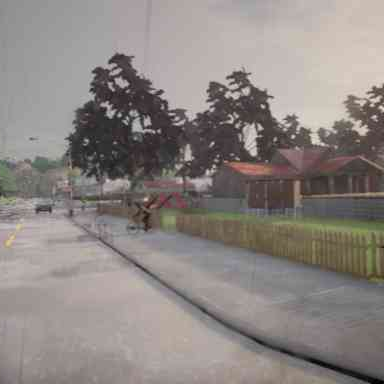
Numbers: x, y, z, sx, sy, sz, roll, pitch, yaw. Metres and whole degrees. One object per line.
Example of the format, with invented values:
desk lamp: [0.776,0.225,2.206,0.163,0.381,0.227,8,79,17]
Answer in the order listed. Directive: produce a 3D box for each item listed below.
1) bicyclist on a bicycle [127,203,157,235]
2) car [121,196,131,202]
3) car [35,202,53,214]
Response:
bicyclist on a bicycle: [-2.620,1.398,17.394,1.656,1.620,0.582,-2,0,-25]
car: [-13.580,1.600,68.292,1.994,1.381,4.181,-2,0,-25]
car: [-19.805,2.067,44.431,1.812,1.442,4.674,-2,0,-25]
